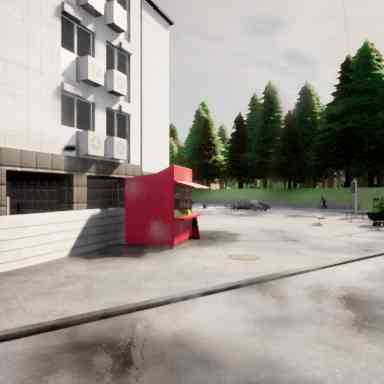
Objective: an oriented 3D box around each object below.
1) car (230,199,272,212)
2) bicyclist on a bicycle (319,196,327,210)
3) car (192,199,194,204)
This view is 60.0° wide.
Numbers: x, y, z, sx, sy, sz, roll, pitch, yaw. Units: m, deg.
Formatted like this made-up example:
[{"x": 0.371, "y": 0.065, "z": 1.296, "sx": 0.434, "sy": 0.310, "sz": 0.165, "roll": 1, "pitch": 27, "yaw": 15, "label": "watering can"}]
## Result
[{"x": 6.792, "y": 1.547, "z": 39.026, "sx": 2.033, "sy": 1.411, "sz": 5.357, "roll": 0, "pitch": 0, "yaw": -35, "label": "car"}, {"x": 15.990, "y": 1.348, "z": 40.578, "sx": 1.656, "sy": 1.620, "sz": 0.582, "roll": 0, "pitch": 0, "yaw": -35, "label": "bicyclist on a bicycle"}, {"x": -1.745, "y": 1.547, "z": 58.220, "sx": 2.033, "sy": 1.411, "sz": 5.357, "roll": 0, "pitch": 0, "yaw": -35, "label": "car"}]
